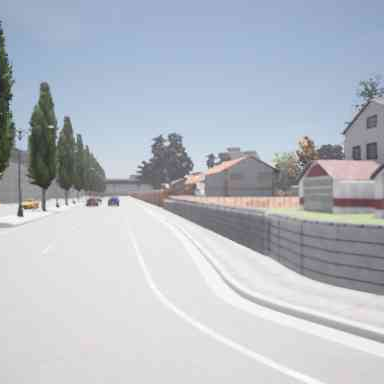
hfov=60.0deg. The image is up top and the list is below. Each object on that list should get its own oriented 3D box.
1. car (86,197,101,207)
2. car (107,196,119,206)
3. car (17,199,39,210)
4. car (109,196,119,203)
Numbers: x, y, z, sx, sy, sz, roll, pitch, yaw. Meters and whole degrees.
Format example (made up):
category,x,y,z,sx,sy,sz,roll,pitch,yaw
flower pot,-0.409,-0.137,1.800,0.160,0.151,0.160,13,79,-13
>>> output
category,x,y,z,sx,sy,sz,roll,pitch,yaw
car,-17.272,1.762,57.757,1.812,1.442,4.674,0,0,-12
car,-14.023,1.709,59.286,1.882,1.535,5.008,0,0,-12
car,-23.317,1.685,47.374,1.882,1.535,5.008,0,0,-12
car,-16.354,1.562,69.813,1.812,1.442,4.674,0,0,-12
